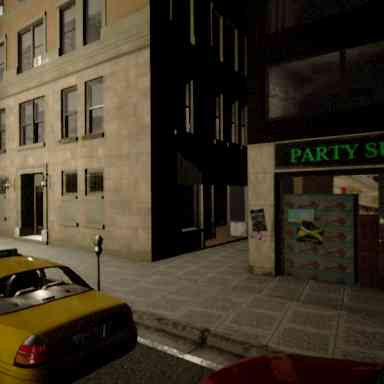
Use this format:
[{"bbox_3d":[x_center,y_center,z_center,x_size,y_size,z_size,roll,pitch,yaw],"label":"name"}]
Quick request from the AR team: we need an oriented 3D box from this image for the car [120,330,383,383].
[{"bbox_3d":[1.799,1.582,1.571,4.206,1.307,1.802,0,-1,36],"label":"car"}]

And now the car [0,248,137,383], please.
[{"bbox_3d":[-2.955,1.524,4.970,4.829,1.417,1.752,0,-1,36],"label":"car"}]
